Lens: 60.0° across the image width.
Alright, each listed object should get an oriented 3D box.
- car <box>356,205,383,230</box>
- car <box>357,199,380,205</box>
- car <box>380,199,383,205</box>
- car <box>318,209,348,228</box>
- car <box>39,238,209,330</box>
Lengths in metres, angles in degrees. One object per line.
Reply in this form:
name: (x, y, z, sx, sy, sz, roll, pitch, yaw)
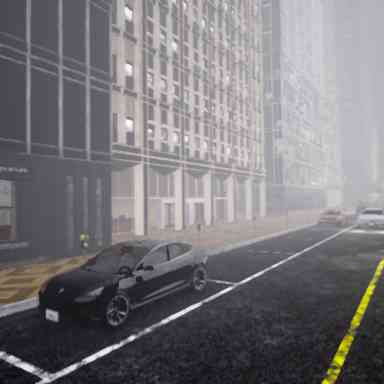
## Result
car: (13.270, 1.899, 24.263, 1.812, 1.442, 4.674, -2, -2, 34)
car: (23.402, 2.004, 44.633, 2.192, 1.841, 5.009, -1, -1, 34)
car: (32.636, 2.409, 58.522, 2.008, 1.369, 4.403, -1, -1, 34)
car: (11.099, 2.039, 26.104, 1.802, 1.307, 4.206, -2, -1, 34)
car: (-1.213, 1.787, 7.575, 1.947, 1.339, 4.313, -2, -1, 34)
